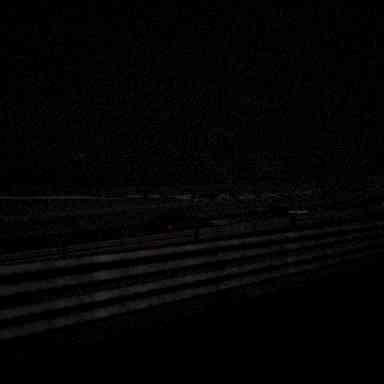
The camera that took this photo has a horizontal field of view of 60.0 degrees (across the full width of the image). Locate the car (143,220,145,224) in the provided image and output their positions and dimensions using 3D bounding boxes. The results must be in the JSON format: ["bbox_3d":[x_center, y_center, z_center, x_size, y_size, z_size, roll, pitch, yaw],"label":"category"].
[{"bbox_3d":[-3.175,3.290,38.501,4.902,1.511,2.128,-4,2,-25],"label":"car"}]

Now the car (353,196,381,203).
[{"bbox_3d":[25.410,1.249,48.227,4.674,1.442,1.812,-4,2,-25],"label":"car"}]

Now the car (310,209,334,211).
[{"bbox_3d":[16.106,2.135,39.924,4.181,1.385,1.994,-4,2,-25],"label":"car"}]

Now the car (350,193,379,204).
[{"bbox_3d":[27.510,0.972,53.103,4.181,1.385,1.994,-4,2,-25],"label":"car"}]

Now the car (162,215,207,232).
[{"bbox_3d":[-0.164,3.347,32.182,4.902,1.511,2.128,-4,2,-25],"label":"car"}]

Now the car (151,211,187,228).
[{"bbox_3d":[-1.660,3.017,35.343,5.566,2.045,2.150,-4,2,-25],"label":"car"}]

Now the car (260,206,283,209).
[{"bbox_3d":[11.293,2.216,45.386,4.181,1.385,1.994,-4,2,-25],"label":"car"}]
